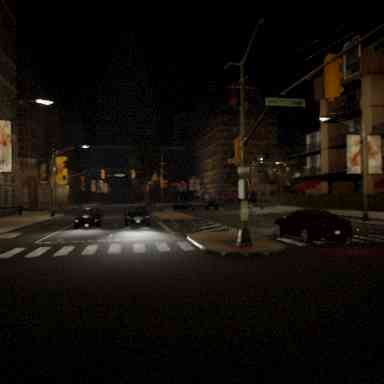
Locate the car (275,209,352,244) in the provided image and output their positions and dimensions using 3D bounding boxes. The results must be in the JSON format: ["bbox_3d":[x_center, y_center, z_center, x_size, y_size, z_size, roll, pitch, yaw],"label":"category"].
[{"bbox_3d":[5.782,1.592,16.516,1.882,1.535,5.008,0,-1,-9],"label":"car"}]

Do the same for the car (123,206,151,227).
[{"bbox_3d":[-4.277,1.836,26.035,2.128,1.511,4.902,-1,-1,-11],"label":"car"}]

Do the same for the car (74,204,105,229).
[{"bbox_3d":[-7.739,1.929,25.497,2.033,1.411,5.357,-1,-1,-11],"label":"car"}]

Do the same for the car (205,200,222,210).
[{"bbox_3d":[3.282,2.031,51.219,1.837,1.490,4.892,-1,0,13],"label":"car"}]

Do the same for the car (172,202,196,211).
[{"bbox_3d":[-1.346,2.179,50.775,1.895,1.301,4.718,0,-1,-28],"label":"car"}]
